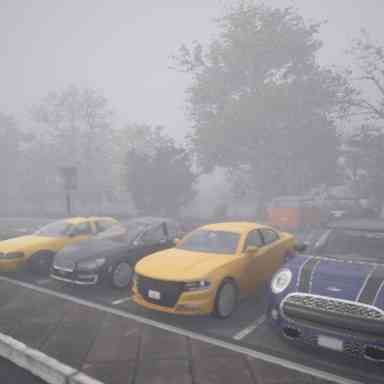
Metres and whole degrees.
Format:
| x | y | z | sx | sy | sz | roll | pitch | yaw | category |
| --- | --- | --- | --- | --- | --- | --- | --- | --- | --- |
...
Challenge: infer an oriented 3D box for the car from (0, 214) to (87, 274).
| x | y | z | sx | sy | sz | roll | pitch | yaw | category |
| --- | --- | --- | --- | --- | --- | --- | --- | --- | --- |
| -3.814 | 1.506 | 10.765 | 1.946 | 1.575 | 5.366 | 0 | 0 | 36 | car |

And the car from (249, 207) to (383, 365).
| x | y | z | sx | sy | sz | roll | pitch | yaw | category |
| --- | --- | --- | --- | --- | --- | --- | --- | --- | --- |
| 3.081 | 1.348 | 6.108 | 2.185 | 1.767 | 4.553 | 0 | 0 | 36 | car |

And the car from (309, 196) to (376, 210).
| x | y | z | sx | sy | sz | roll | pitch | yaw | category |
| --- | --- | --- | --- | --- | --- | --- | --- | --- | --- |
| 8.601 | 1.223 | 18.234 | 2.435 | 2.045 | 5.566 | 0 | 0 | 36 | car |

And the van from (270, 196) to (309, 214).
| x | y | z | sx | sy | sz | roll | pitch | yaw | category |
| --- | --- | --- | --- | --- | --- | --- | --- | --- | --- |
| 6.300 | 1.262 | 19.988 | 1.878 | 1.987 | 4.442 | 0 | 0 | 36 | van |

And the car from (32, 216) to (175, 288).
| x | y | z | sx | sy | sz | roll | pitch | yaw | category |
| --- | --- | --- | --- | --- | --- | --- | --- | --- | --- |
| -1.449 | 1.490 | 9.311 | 2.231 | 1.521 | 4.892 | 0 | 0 | 36 | car |

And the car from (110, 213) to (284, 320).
| x | y | z | sx | sy | sz | roll | pitch | yaw | category |
| --- | --- | --- | --- | --- | --- | --- | --- | --- | --- |
| 0.807 | 1.477 | 7.701 | 2.097 | 1.535 | 5.008 | 0 | 0 | 36 | car |
